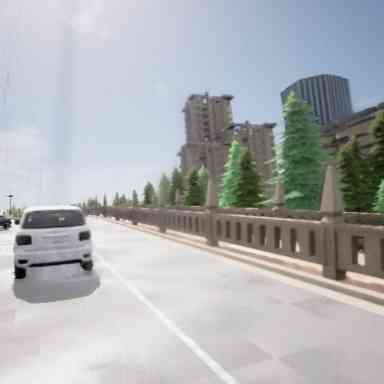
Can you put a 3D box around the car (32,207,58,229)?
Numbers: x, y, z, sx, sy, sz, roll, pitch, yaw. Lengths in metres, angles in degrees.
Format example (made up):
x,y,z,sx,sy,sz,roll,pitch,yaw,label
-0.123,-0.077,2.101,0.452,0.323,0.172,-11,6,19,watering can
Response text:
x,y,z,sx,sy,sz,roll,pitch,yaw,label
-12.479,2.134,28.150,1.837,1.490,4.892,-1,0,-25,car

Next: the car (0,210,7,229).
x,y,z,sx,sy,sz,roll,pitch,yaw,label
-15.702,2.198,26.782,2.128,1.511,4.902,-1,-1,-25,car

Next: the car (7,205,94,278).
x,y,z,sx,sy,sz,roll,pitch,yaw,label
-4.793,1.470,11.435,2.150,2.045,5.566,-1,-1,-25,car
